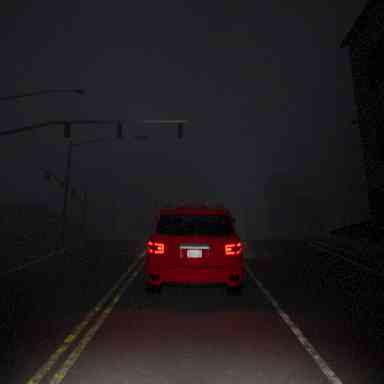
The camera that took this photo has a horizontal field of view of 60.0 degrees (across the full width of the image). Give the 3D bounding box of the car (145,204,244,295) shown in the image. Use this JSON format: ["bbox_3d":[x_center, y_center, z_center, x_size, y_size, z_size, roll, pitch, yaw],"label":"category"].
[{"bbox_3d":[0.081,1.346,9.242,2.150,2.045,5.566,1,-1,1],"label":"car"}]
